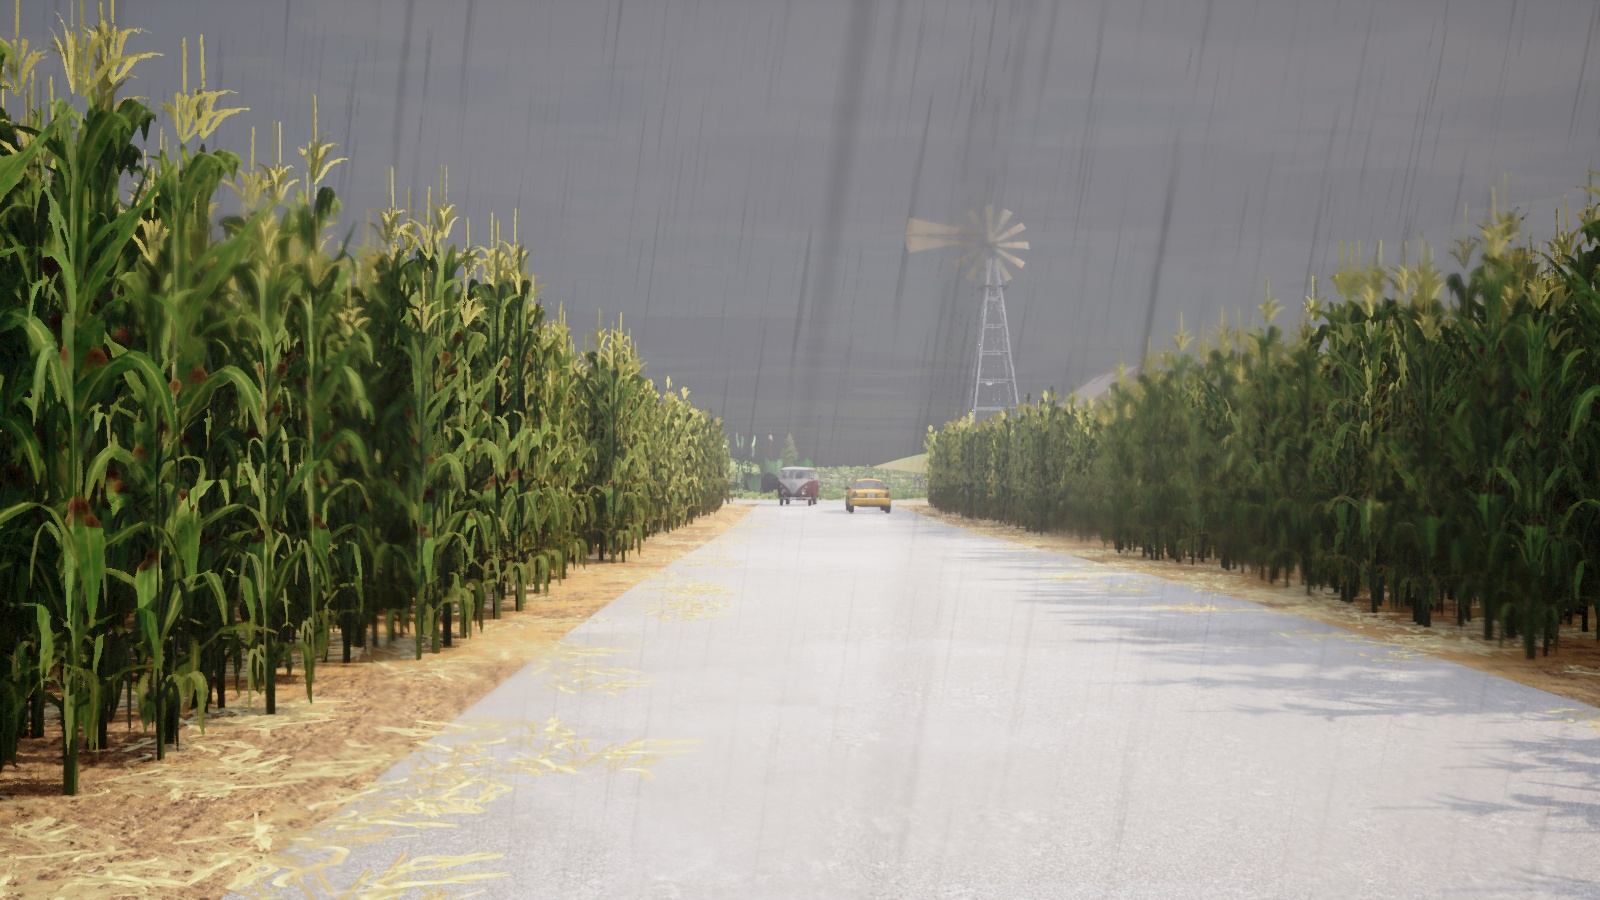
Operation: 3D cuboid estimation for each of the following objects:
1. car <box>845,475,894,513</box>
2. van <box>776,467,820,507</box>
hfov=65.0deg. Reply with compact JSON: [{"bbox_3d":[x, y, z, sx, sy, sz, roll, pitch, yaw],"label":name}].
[{"bbox_3d":[2.979,1.874,54.764,1.801,1.575,5.366,0,-1,0],"label":"car"},{"bbox_3d":[-0.080,1.851,64.227,1.775,1.987,4.442,0,-1,6],"label":"van"}]
